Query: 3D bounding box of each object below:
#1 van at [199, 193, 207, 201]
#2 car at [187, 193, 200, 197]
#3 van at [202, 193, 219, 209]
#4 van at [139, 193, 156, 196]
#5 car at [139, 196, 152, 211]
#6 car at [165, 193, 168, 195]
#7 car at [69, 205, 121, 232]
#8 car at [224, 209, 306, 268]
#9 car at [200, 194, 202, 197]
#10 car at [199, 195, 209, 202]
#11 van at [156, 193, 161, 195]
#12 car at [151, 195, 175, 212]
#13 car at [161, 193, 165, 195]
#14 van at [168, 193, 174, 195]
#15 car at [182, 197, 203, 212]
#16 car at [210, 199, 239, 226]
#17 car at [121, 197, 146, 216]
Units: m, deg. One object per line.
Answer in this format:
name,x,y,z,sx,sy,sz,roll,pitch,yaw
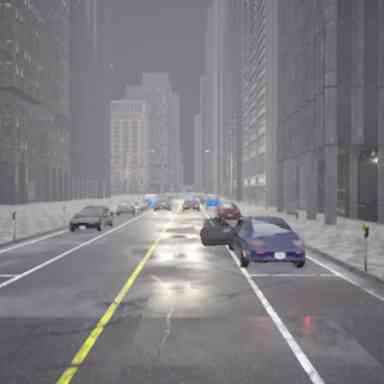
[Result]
van,2.444,1.138,76.358,1.690,1.788,3.998,0,0,0
car,-0.185,1.350,48.356,1.882,1.535,5.008,0,0,0
van,2.585,1.229,42.514,1.690,1.788,3.998,0,0,0
van,-5.941,1.228,42.474,1.690,1.788,3.998,0,0,0
car,-5.916,1.428,36.664,1.752,1.417,4.829,0,0,0
car,-6.011,1.157,59.397,2.192,1.841,5.009,0,0,0
car,-5.846,1.513,19.912,1.947,1.339,4.313,0,0,0
car,2.308,1.496,11.055,1.812,1.442,4.674,0,0,0
car,2.515,1.425,59.437,1.802,1.307,4.206,0,0,0
car,2.468,1.378,70.718,1.947,1.339,4.313,0,0,0
van,-5.964,1.213,48.115,1.690,1.788,3.998,0,0,0
car,-3.240,1.406,37.314,1.837,1.490,4.892,0,0,0
car,-5.987,1.297,53.756,1.967,1.590,4.097,0,0,0
van,-6.105,1.122,81.961,1.690,1.788,3.998,0,0,0
car,-0.086,1.503,37.114,1.895,1.301,4.718,0,0,0
car,2.656,1.477,25.593,1.887,1.381,4.507,0,0,0
car,-5.893,1.468,31.194,2.008,1.369,4.403,0,0,0
